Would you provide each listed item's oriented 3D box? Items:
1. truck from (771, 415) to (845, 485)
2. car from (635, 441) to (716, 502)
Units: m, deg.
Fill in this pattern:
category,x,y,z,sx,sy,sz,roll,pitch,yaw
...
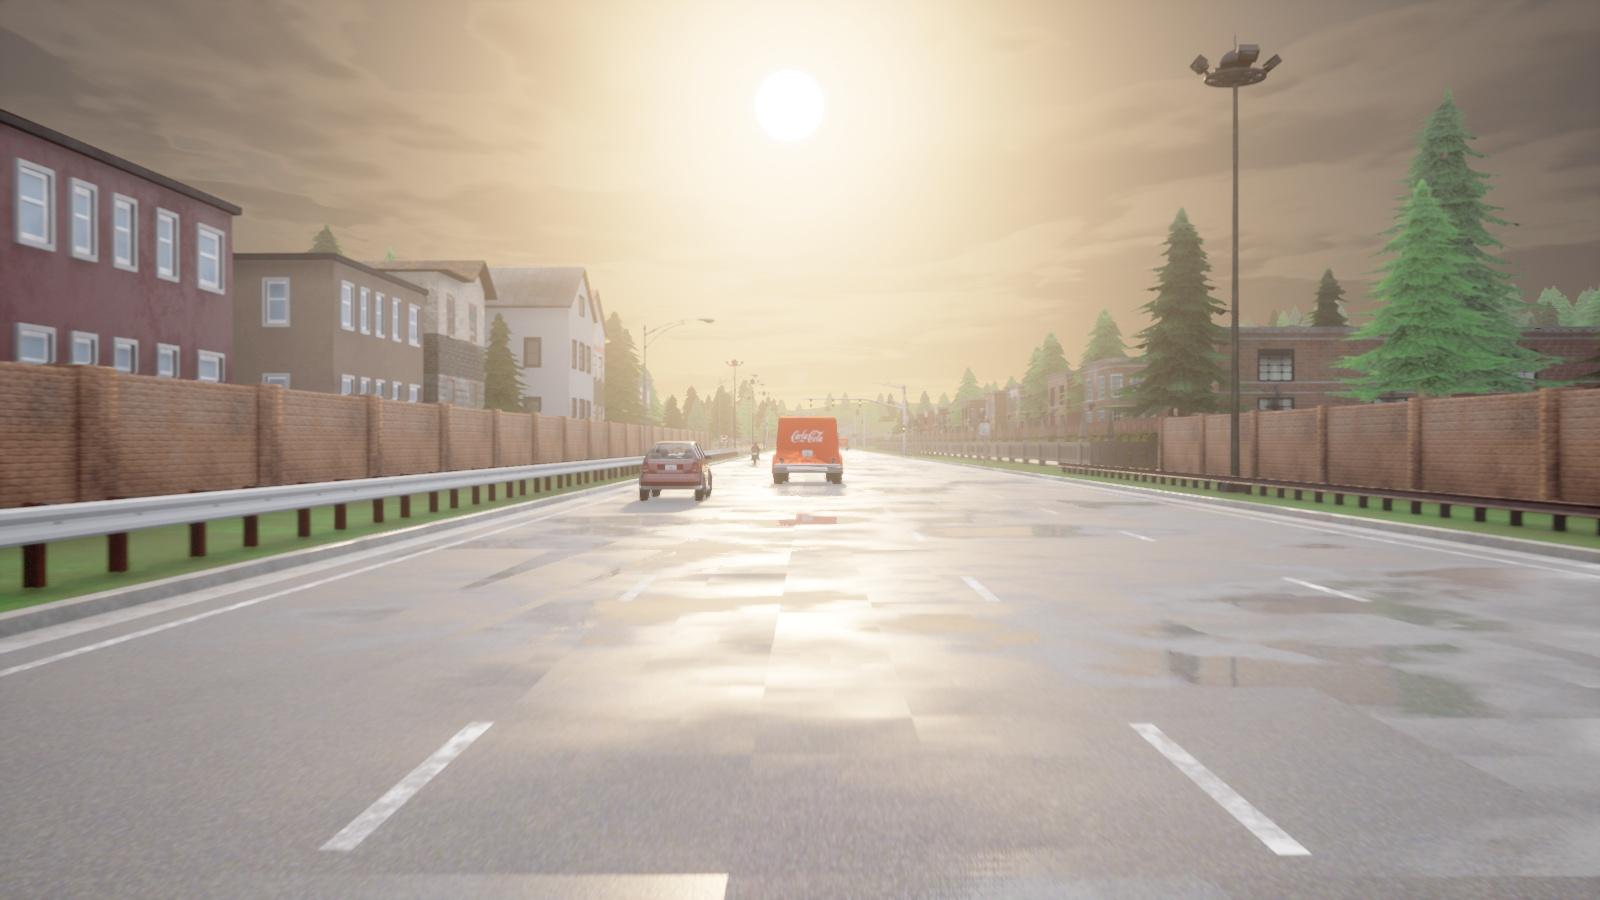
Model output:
category,x,y,z,sx,sy,sz,roll,pitch,yaw
truck,0.284,-0.005,47.146,2.627,2.467,5.204,0,0,0
car,-3.293,0.533,33.761,1.789,1.549,3.705,0,0,0
